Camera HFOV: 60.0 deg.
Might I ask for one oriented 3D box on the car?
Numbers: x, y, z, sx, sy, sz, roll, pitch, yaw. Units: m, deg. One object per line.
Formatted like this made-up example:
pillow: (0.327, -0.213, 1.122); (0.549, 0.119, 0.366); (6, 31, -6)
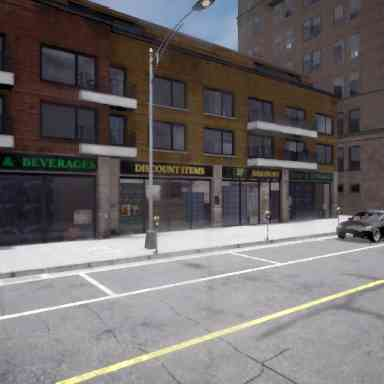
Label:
car: (8.836, 1.567, 16.200); (4.313, 1.339, 1.947); (0, 0, -35)
